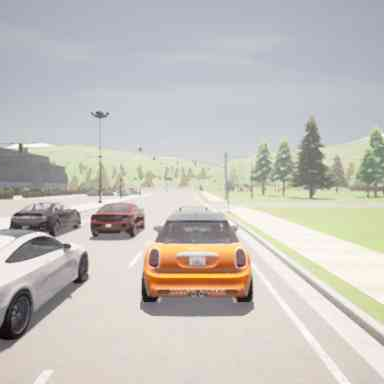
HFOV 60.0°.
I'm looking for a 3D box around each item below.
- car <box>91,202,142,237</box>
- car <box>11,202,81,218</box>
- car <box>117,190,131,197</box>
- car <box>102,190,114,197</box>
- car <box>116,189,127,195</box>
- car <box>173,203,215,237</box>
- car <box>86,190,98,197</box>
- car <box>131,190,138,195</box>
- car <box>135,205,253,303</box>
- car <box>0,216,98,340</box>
[{"bbox_3d":[-3.496,1.226,16.417,1.882,1.535,5.008,0,1,0],"label":"car"},{"bbox_3d":[-6.996,1.240,16.436,2.128,1.511,4.902,0,1,0],"label":"car"},{"bbox_3d":[-16.322,0.406,78.154,1.895,1.301,4.718,0,1,0],"label":"car"},{"bbox_3d":[-19.822,0.363,78.167,1.994,1.385,4.181,0,1,0],"label":"car"},{"bbox_3d":[-19.829,0.055,93.420,1.882,1.535,5.008,0,1,0],"label":"car"},{"bbox_3d":[0.061,1.336,17.280,1.895,1.301,4.718,0,1,0],"label":"car"},{"bbox_3d":[-23.322,0.335,78.142,1.812,1.442,4.674,0,1,0],"label":"car"},{"bbox_3d":[-16.330,0.095,93.762,2.128,1.511,4.902,0,1,0],"label":"car"},{"bbox_3d":[0.099,1.227,8.064,2.097,1.767,4.553,0,1,0],"label":"car"},{"bbox_3d":[-3.426,1.429,6.235,1.812,1.442,4.674,0,1,1],"label":"car"}]
